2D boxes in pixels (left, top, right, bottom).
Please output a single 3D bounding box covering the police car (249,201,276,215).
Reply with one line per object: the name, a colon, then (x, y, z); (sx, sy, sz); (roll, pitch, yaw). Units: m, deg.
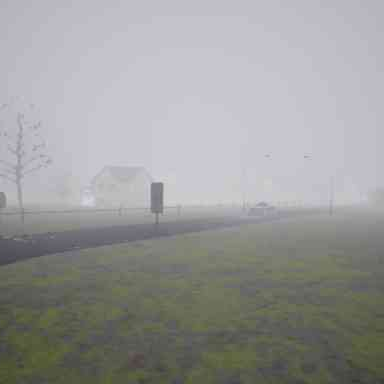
police car: (8.740, 1.963, 41.192); (1.930, 1.638, 5.238); (1, 0, 35)
